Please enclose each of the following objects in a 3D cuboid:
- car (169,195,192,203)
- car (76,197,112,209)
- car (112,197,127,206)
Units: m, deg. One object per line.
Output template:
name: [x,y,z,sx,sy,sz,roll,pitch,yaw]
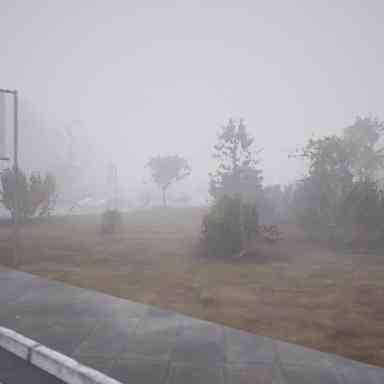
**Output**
car: [-2.084,1.227,60.026,1.882,1.535,5.008,0,1,37]
car: [-13.737,1.489,45.419,1.812,1.442,4.674,0,0,39]
car: [-12.789,1.458,52.221,2.033,1.411,5.357,0,1,39]
